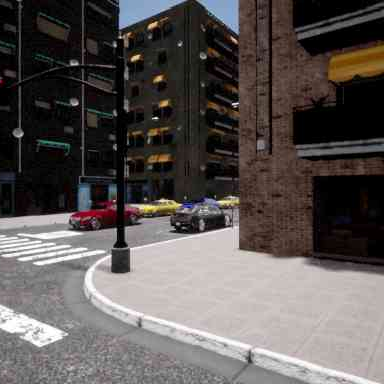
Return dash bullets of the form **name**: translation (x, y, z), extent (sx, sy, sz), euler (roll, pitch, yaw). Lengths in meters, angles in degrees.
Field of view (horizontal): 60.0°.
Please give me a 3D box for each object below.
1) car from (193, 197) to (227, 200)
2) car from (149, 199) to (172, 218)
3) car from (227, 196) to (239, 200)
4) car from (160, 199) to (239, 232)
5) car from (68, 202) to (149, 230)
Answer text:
- **car**: translation (0.709, 1.221, 27.692), extent (1.812, 1.442, 4.674), euler (0, 1, 36)
- **car**: translation (-2.576, 1.252, 27.359), extent (1.752, 1.417, 4.829), euler (1, 1, 36)
- **car**: translation (4.082, 1.111, 36.540), extent (1.752, 1.417, 4.829), euler (1, 1, 36)
- **car**: translation (0.591, 1.333, 18.305), extent (2.008, 1.369, 4.403), euler (1, 1, 36)
- **car**: translation (-5.011, 1.343, 19.788), extent (1.812, 1.442, 4.674), euler (0, 1, 36)
